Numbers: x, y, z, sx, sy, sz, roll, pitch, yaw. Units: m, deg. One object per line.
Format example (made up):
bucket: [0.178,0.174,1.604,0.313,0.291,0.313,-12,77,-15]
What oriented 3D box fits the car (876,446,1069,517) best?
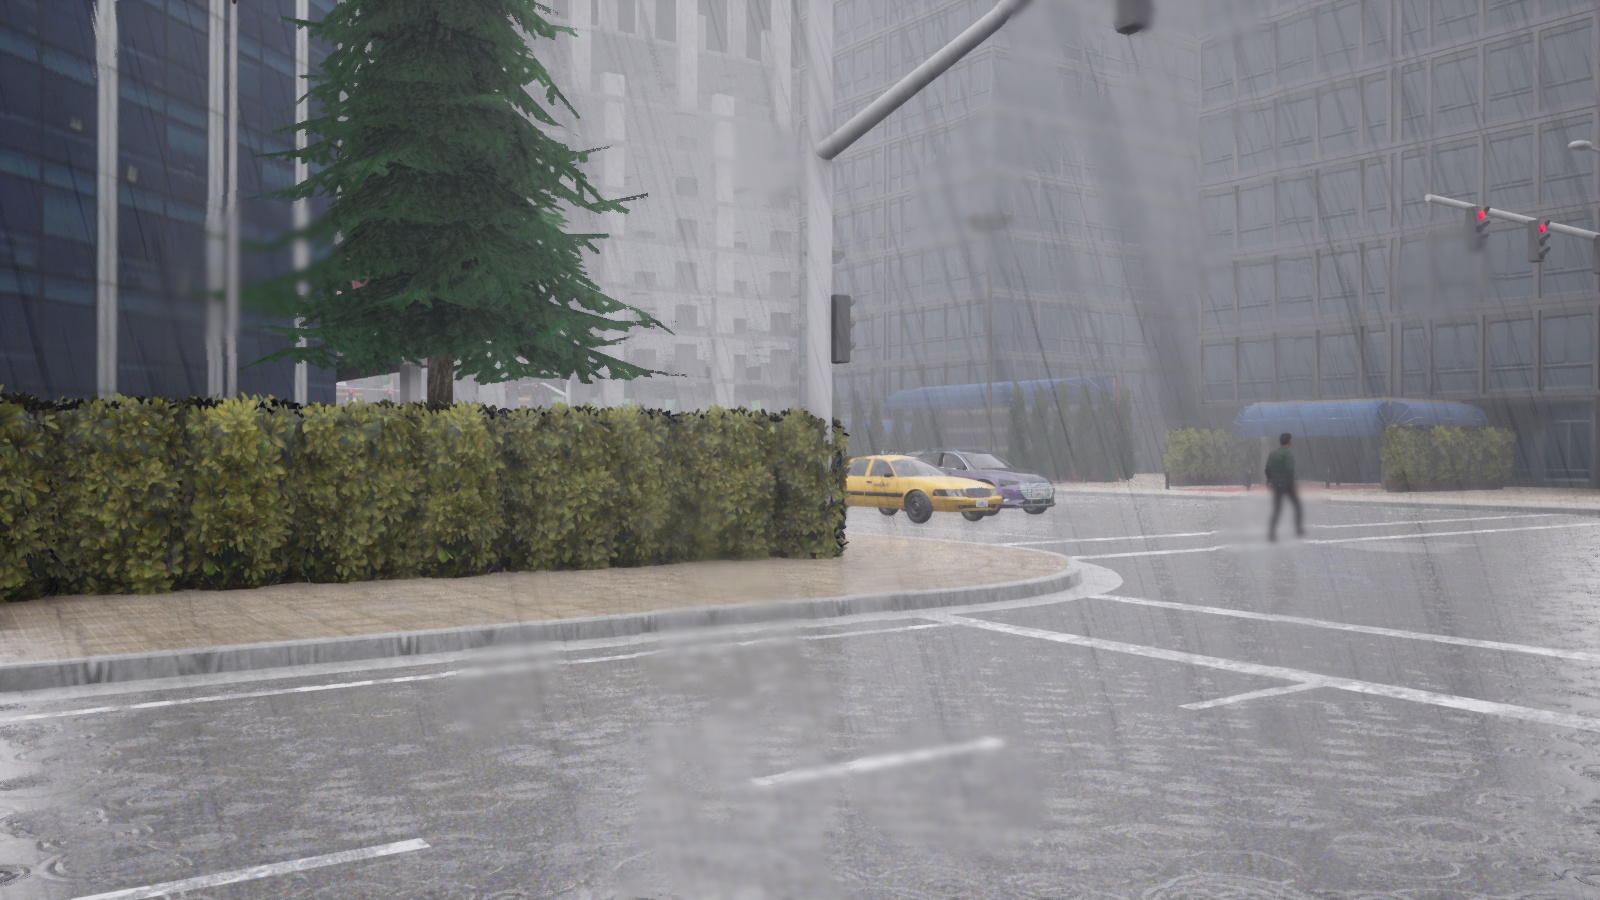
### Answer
car: [4.245,0.743,31.635,2.033,1.649,4.856,0,0,-35]

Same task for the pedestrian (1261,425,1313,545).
pedestrian: [8.060,0.576,20.790,0.788,1.949,0.423,0,0,-33]

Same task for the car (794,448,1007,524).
car: [2.141,0.749,28.553,1.801,1.575,5.366,0,0,-35]
